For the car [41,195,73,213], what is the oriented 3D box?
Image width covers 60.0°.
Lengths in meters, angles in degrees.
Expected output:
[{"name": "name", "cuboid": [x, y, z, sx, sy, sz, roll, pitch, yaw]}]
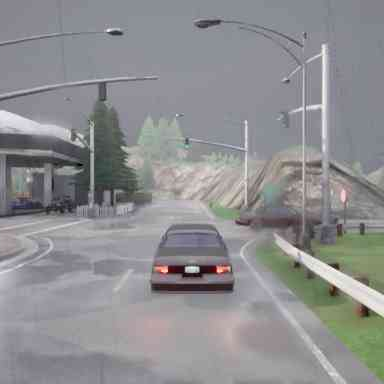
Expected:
[{"name": "car", "cuboid": [-14.519, 1.308, 36.524, 1.905, 1.878, 3.866, 0, 0, -1]}]

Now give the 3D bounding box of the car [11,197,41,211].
[{"name": "car", "cuboid": [-20.224, 1.474, 40.803, 2.242, 1.667, 4.611, 0, 0, -1]}]

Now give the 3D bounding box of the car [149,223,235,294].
[{"name": "car", "cuboid": [0.003, 1.546, 8.940, 2.033, 1.411, 5.357, 0, 0, 0]}]

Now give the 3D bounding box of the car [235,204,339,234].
[{"name": "car", "cuboid": [5.029, 1.383, 17.974, 5.357, 1.411, 2.033, -1, 0, 32]}]
